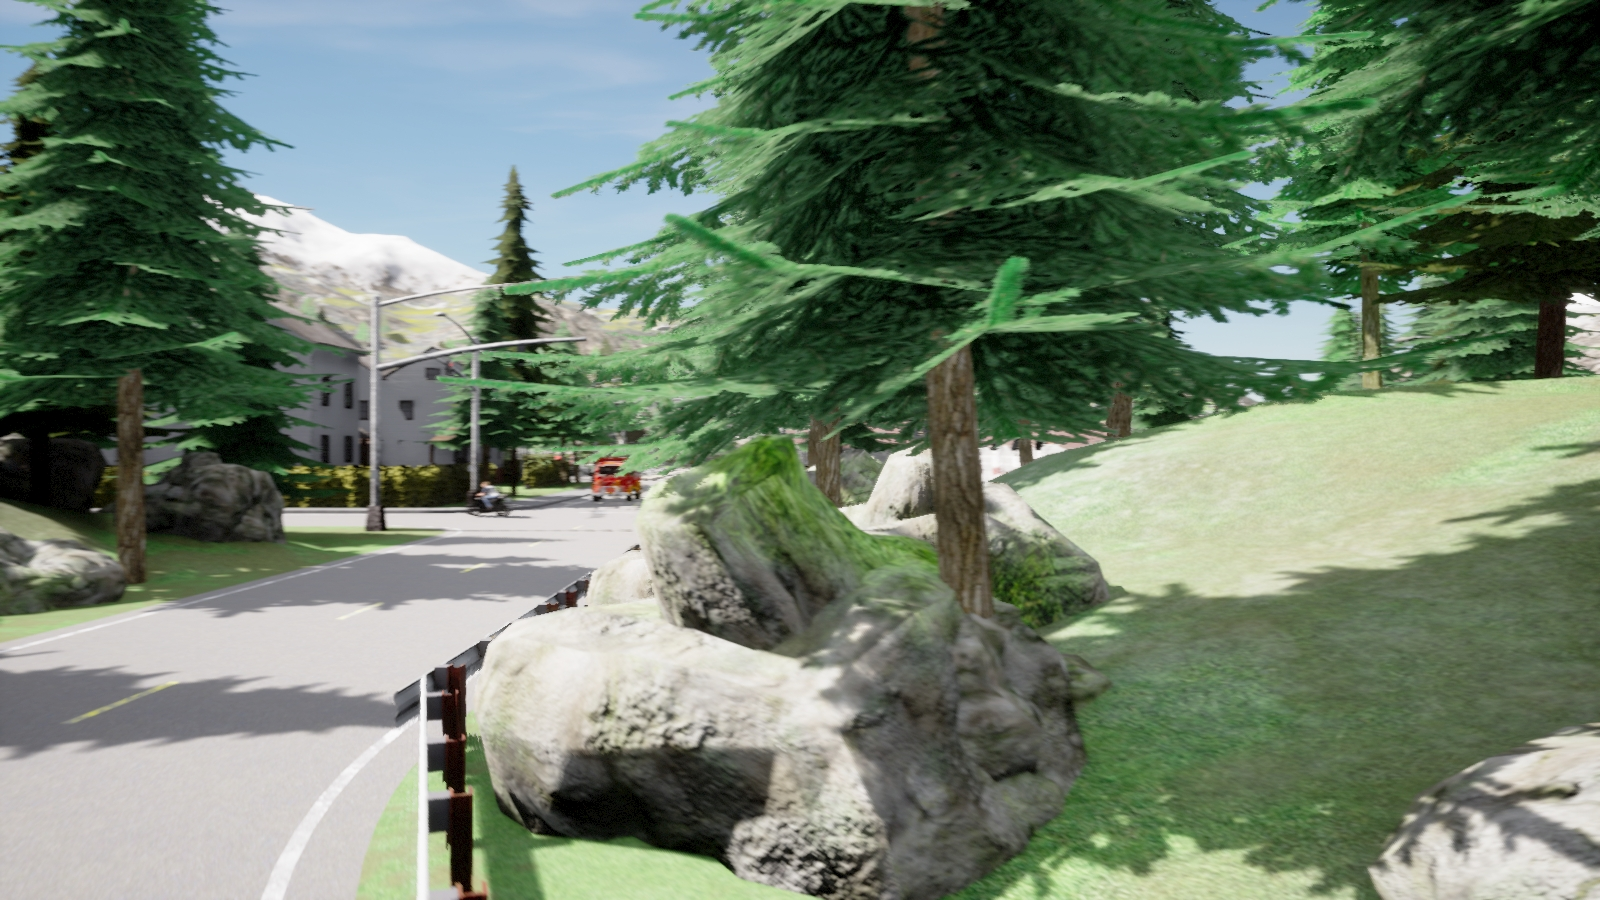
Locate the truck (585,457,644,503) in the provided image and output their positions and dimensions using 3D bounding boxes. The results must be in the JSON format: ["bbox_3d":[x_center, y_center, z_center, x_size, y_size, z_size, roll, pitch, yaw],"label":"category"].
[{"bbox_3d":[-10.371,1.636,64.386,2.627,2.467,5.204,0,0,-2],"label":"truck"}]

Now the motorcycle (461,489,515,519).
[{"bbox_3d":[-13.075,2.250,47.879,2.033,1.145,0.803,0,3,16],"label":"motorcycle"}]
